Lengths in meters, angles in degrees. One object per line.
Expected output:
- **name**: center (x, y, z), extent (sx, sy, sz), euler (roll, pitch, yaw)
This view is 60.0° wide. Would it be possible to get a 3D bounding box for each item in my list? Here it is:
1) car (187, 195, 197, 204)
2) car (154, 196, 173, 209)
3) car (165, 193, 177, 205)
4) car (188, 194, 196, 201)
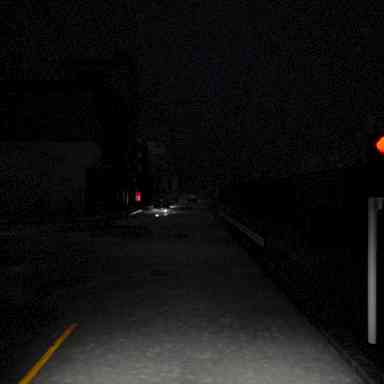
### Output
- **car**: center (0.051, 1.491, 66.268), extent (2.128, 1.511, 4.902), euler (0, 0, 0)
- **car**: center (-4.058, 1.564, 45.686), extent (1.994, 1.385, 4.181), euler (0, 0, 0)
- **car**: center (-4.042, 1.352, 55.416), extent (2.097, 1.767, 4.553), euler (0, 0, 0)
- **car**: center (0.057, 1.310, 76.688), extent (1.882, 1.535, 5.008), euler (0, 0, 0)
